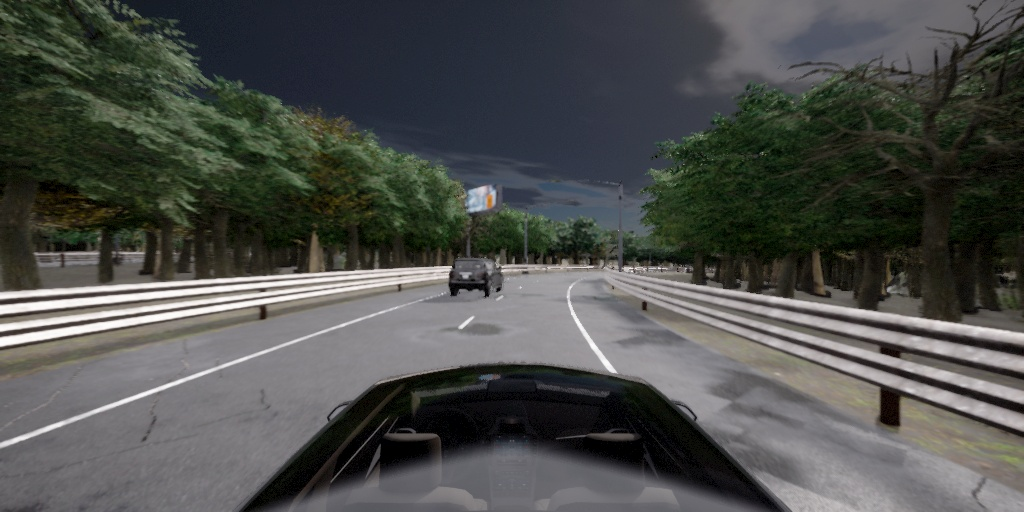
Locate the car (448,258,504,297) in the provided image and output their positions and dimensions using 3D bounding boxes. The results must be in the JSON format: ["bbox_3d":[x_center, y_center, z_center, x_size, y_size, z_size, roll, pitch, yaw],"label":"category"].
[{"bbox_3d":[-1.922,1.152,20.503,2.150,2.045,5.566,0,-1,9],"label":"car"}]
